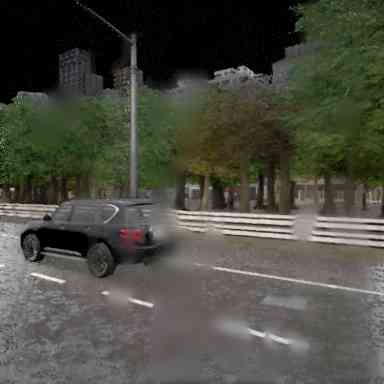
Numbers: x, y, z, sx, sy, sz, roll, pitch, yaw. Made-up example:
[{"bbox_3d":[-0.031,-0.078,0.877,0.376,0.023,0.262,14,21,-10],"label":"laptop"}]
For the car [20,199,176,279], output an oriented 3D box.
[{"bbox_3d":[-3.058,1.222,10.355,5.566,2.045,2.150,0,0,36],"label":"car"}]
